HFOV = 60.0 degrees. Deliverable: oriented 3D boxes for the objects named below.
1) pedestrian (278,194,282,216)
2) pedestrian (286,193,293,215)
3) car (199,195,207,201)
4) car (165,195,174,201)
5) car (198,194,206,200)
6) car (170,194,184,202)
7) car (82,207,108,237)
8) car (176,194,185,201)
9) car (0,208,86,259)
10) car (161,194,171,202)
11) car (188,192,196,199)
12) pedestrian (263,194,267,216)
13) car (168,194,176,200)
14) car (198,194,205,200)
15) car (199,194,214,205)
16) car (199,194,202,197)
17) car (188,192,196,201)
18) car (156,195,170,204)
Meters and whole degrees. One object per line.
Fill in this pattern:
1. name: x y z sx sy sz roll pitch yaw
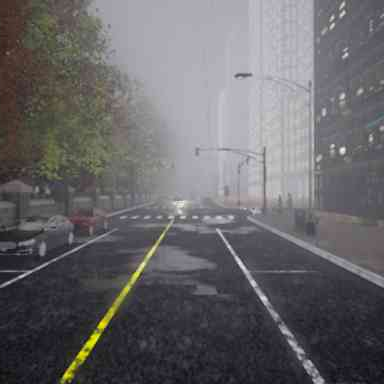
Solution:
1. pedestrian: 7.142 1.054 27.193 0.375 1.860 0.375 0 0 0
2. pedestrian: 8.142 0.978 27.793 0.375 1.860 0.375 0 0 0
3. car: 2.712 1.436 84.001 1.887 1.381 4.507 0 0 0
4. car: -5.668 1.416 83.833 1.752 1.417 4.829 0 0 0
5. car: 2.713 1.329 89.633 1.967 1.590 4.097 0 0 0
6. car: -2.984 1.452 69.509 1.994 1.385 4.181 0 0 0
7. car: -5.813 1.510 17.922 1.887 1.381 4.507 0 0 0
8. car: -2.981 1.377 85.113 2.128 1.511 4.902 0 0 0
9. car: -5.762 1.526 12.382 2.008 1.369 4.403 0 0 0
10. car: -5.671 1.337 72.738 1.967 1.590 4.097 0 0 0
11. car: 0.022 0.988 93.155 2.150 2.045 5.566 0 0 0
12. pedestrian: 6.142 1.081 28.394 0.375 1.860 0.375 0 0 0
13. car: -5.665 1.327 95.266 1.967 1.590 4.097 0 0 0
14. car: 2.715 1.328 95.265 1.967 1.590 4.097 0 0 0
15. car: 2.705 1.479 55.838 1.947 1.339 4.313 0 0 0
16. car: 2.706 1.473 61.471 1.947 1.339 4.313 0 0 0
17. car: 0.019 1.422 82.709 2.033 1.411 5.357 0 0 0
18. car: -5.674 1.489 61.473 1.802 1.307 4.206 0 0 0
